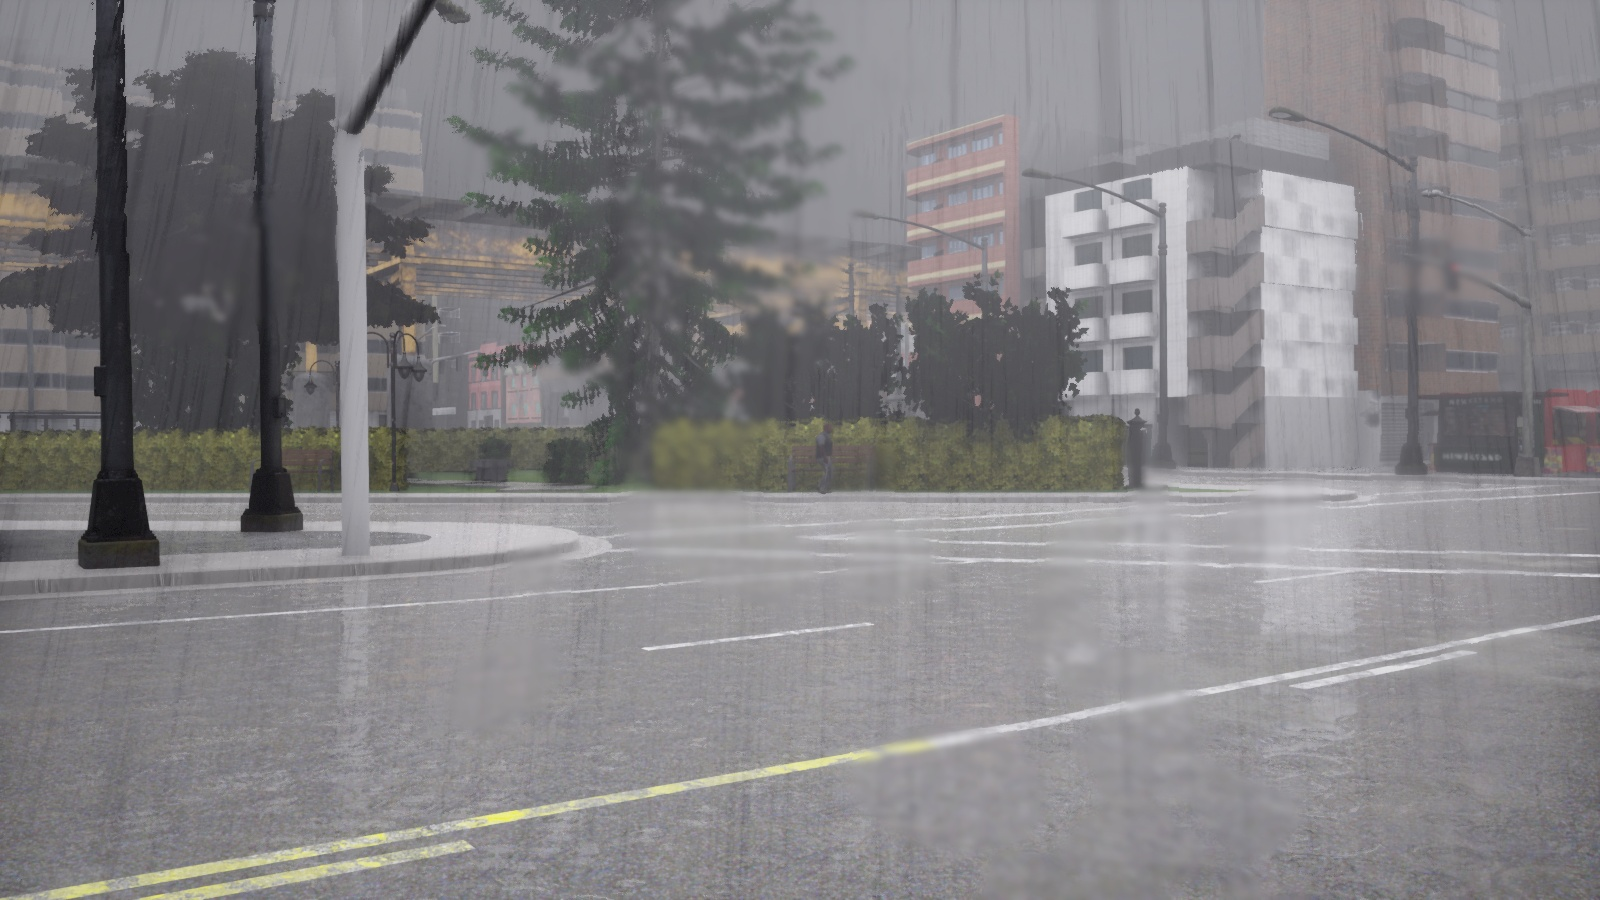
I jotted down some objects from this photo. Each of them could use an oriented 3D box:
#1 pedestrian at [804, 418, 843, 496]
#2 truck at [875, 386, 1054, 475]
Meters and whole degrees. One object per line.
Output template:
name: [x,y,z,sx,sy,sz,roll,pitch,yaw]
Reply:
pedestrian: [0.583,0.178,30.822,0.849,1.883,0.563,-1,1,13]
truck: [6.778,-0.801,52.978,2.891,3.462,7.936,-1,1,-35]
